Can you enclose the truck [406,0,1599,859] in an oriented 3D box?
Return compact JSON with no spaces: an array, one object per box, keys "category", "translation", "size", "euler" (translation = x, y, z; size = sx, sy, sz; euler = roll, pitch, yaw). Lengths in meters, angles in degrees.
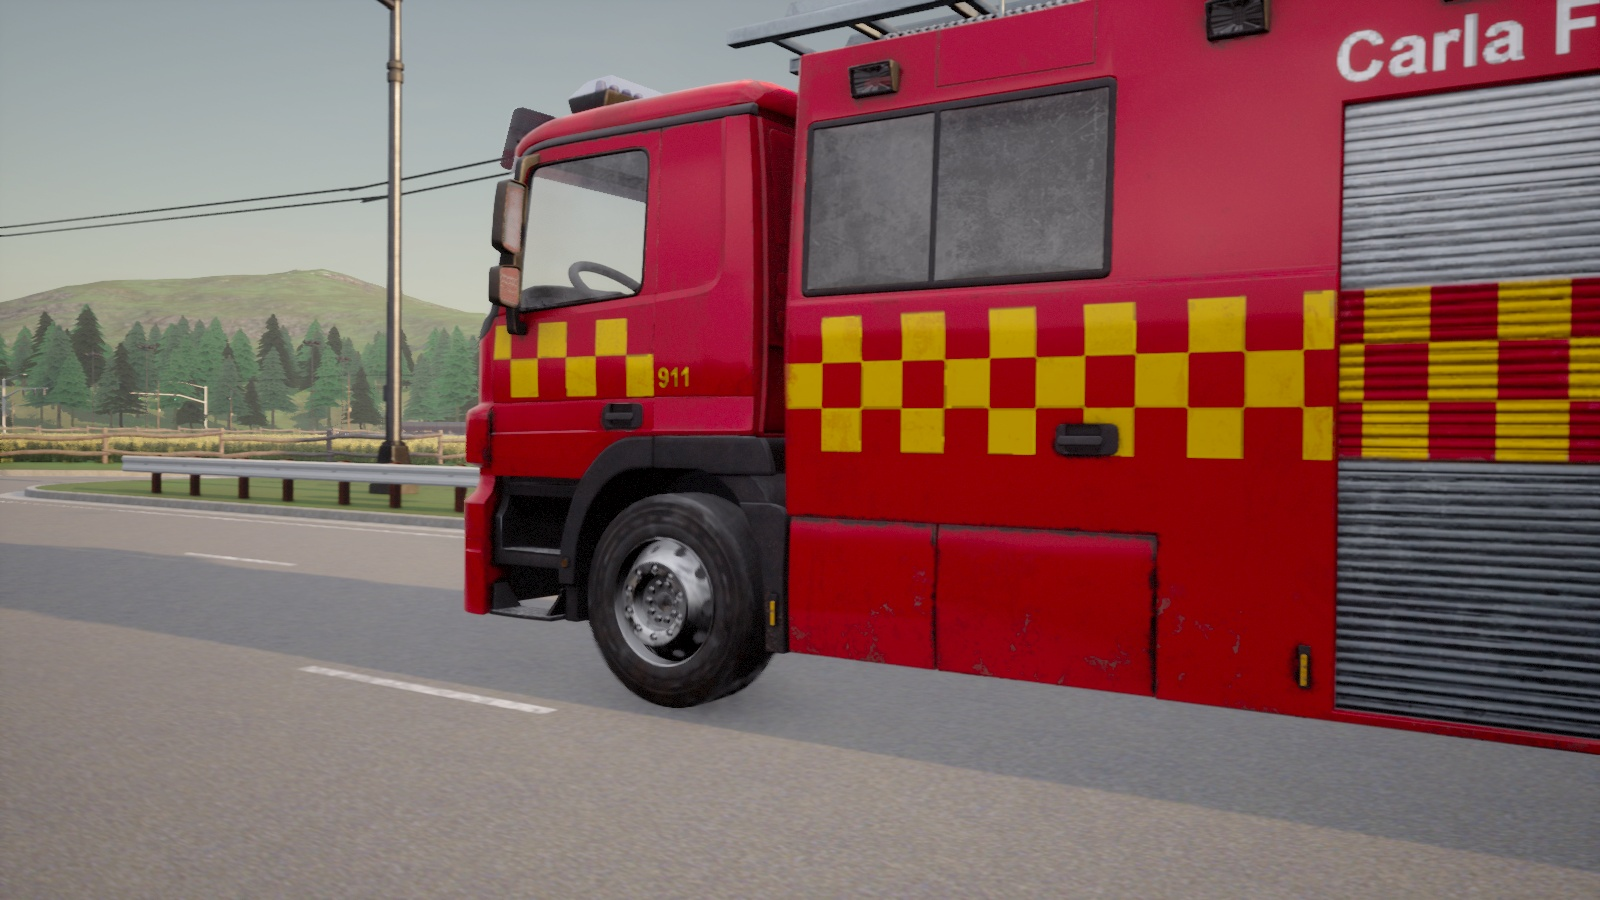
[{"category":"truck","translation":[1.957,-0.540,6.502],"size":[8.468,3.827,2.891],"euler":[0,1,34]}]
